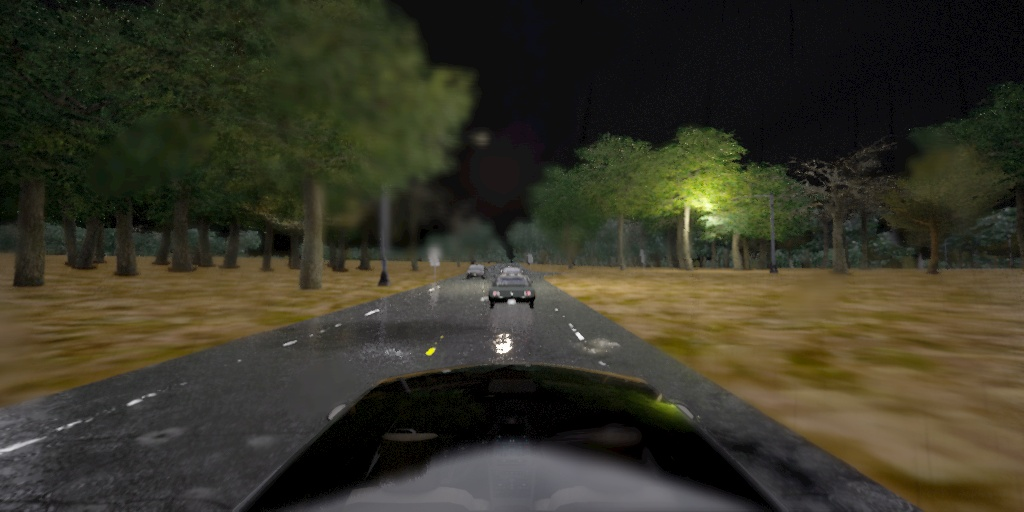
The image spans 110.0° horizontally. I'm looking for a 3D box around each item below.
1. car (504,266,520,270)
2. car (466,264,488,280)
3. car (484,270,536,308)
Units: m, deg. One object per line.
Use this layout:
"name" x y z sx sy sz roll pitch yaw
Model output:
"car" -0.004 1.585 30.884 2.033 1.411 5.357 0 -1 0
"car" -3.510 1.604 36.337 1.837 1.490 4.892 0 -1 0
"car" -0.001 1.491 15.993 1.895 1.301 4.718 0 -1 0
